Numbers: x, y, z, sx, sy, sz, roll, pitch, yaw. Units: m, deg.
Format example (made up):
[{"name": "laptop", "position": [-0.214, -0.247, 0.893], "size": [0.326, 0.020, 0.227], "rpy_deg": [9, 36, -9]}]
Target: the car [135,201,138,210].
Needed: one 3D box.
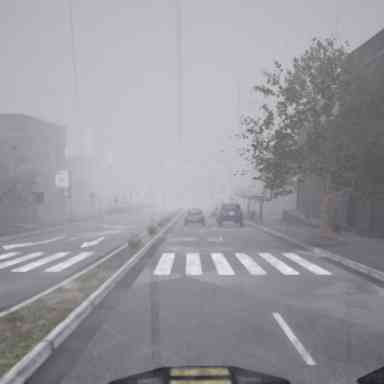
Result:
[{"name": "car", "position": [-13.671, 3.018, 66.168], "size": [4.553, 1.767, 2.185], "rpy_deg": [0, -2, -20]}]

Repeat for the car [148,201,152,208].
[{"name": "car", "position": [-13.568, 3.601, 84.451], "size": [4.892, 1.521, 2.231], "rpy_deg": [0, -1, -20]}]

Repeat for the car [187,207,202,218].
[{"name": "car", "position": [0.318, 2.779, 45.342], "size": [1.895, 1.301, 4.718], "rpy_deg": [0, -1, 1]}]

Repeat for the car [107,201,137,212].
[{"name": "car", "position": [-13.629, 3.070, 63.123], "size": [4.892, 1.521, 2.231], "rpy_deg": [0, -1, -20]}]

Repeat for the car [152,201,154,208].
[{"name": "car", "position": [-13.589, 3.425, 87.487], "size": [5.566, 2.045, 2.435], "rpy_deg": [0, -1, -20]}]

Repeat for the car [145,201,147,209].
[{"name": "car", "position": [-13.567, 3.321, 78.370], "size": [4.553, 1.767, 2.185], "rpy_deg": [0, -1, -20]}]

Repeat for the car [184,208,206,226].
[{"name": "car", "position": [0.240, 2.298, 31.154], "size": [2.128, 1.511, 4.902], "rpy_deg": [0, -1, 1]}]

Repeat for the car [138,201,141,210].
[{"name": "car", "position": [-13.660, 3.248, 69.206], "size": [4.792, 1.488, 2.163], "rpy_deg": [0, -1, -20]}]

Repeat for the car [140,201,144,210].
[{"name": "car", "position": [-13.796, 3.292, 72.201], "size": [5.366, 1.575, 1.946], "rpy_deg": [0, -1, -20]}]

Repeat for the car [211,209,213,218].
[{"name": "car", "position": [3.569, 2.713, 45.465], "size": [1.812, 1.442, 4.674], "rpy_deg": [0, -1, 1]}]

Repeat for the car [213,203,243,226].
[{"name": "car", "position": [3.449, 2.040, 31.291], "size": [2.150, 2.045, 5.566], "rpy_deg": [0, -1, 1]}]
